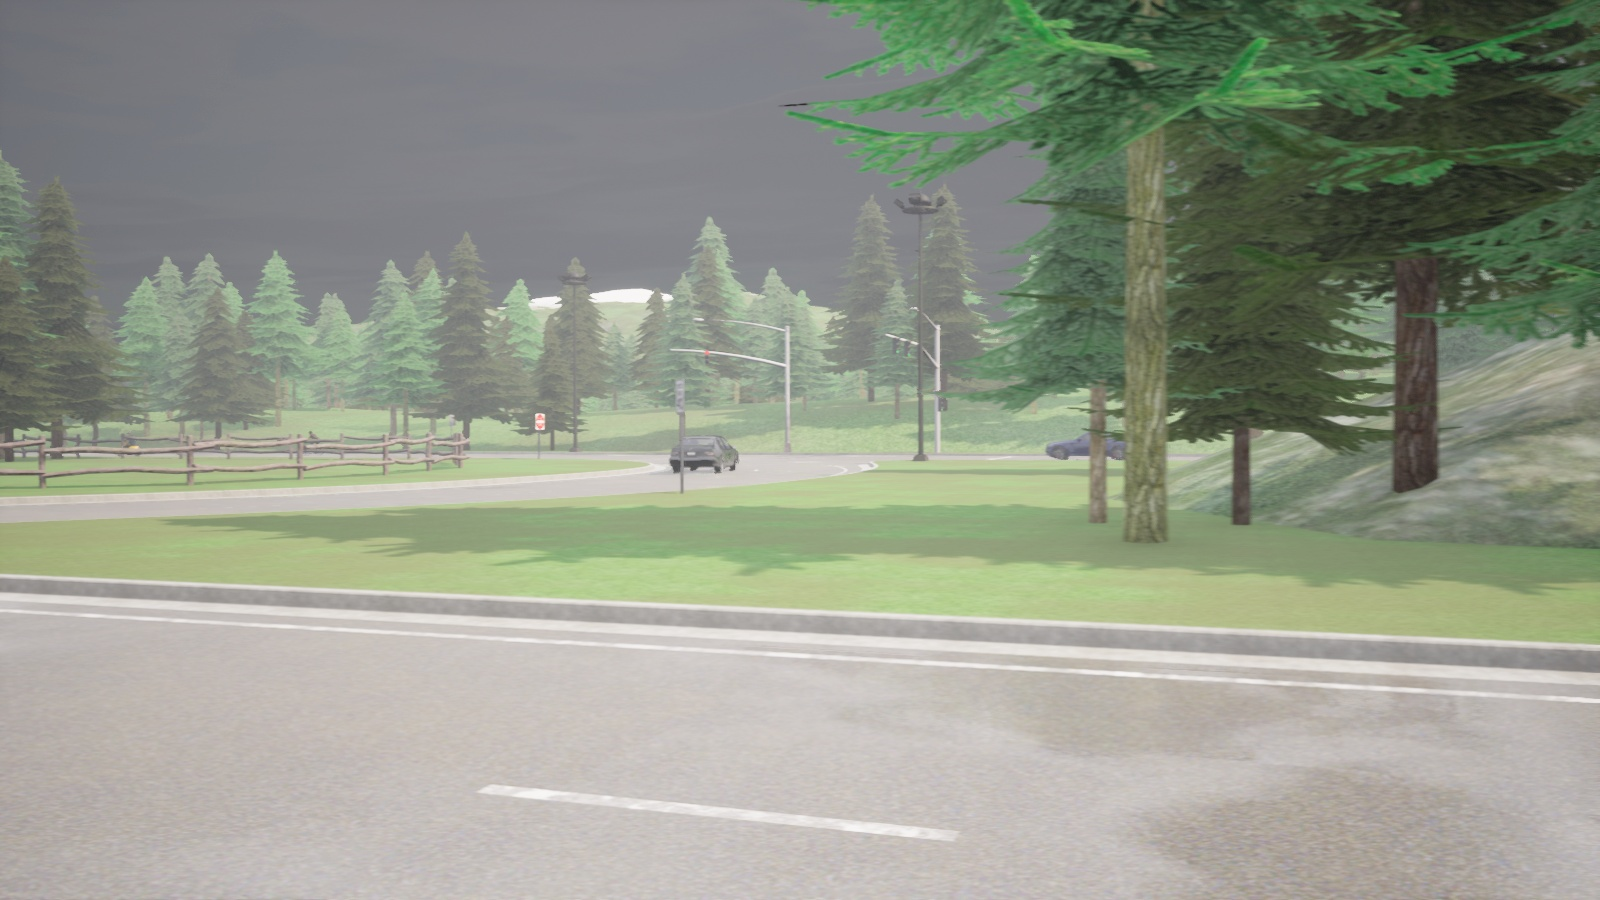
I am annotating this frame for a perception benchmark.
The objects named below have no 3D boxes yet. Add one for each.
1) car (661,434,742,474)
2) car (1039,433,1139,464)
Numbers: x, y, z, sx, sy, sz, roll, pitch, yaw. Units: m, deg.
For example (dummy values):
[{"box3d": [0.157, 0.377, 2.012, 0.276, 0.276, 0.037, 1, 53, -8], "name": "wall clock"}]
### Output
[{"box3d": [-3.619, 0.104, 47.224, 2.033, 1.411, 5.357, 0, 1, 7], "name": "car"}, {"box3d": [14.405, -0.095, 62.498, 4.674, 1.442, 1.812, 1, 1, 19], "name": "car"}]
